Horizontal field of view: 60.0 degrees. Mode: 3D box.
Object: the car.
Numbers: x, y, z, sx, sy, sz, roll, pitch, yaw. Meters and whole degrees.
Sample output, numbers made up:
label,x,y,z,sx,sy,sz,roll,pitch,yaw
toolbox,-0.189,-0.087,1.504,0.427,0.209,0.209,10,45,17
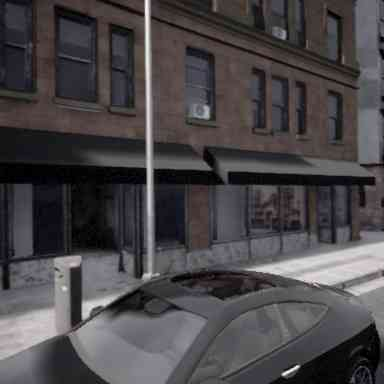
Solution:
label,x,y,z,sx,sy,sz,roll,pitch,yaw
car,0.018,1.565,3.073,4.674,1.442,1.812,0,-1,-38
